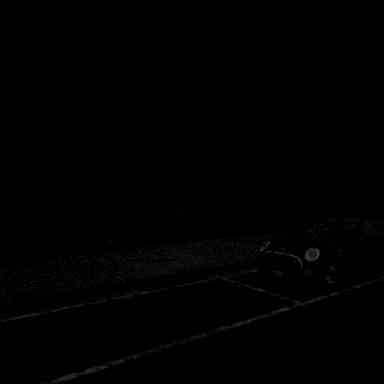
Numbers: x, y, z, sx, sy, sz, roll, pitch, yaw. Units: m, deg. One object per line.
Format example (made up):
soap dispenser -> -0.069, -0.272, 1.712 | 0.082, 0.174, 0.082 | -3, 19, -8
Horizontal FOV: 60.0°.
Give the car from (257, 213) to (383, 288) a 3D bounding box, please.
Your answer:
car -> 3.693, 1.439, 9.158 | 4.097, 1.590, 1.967 | 0, 0, -35
